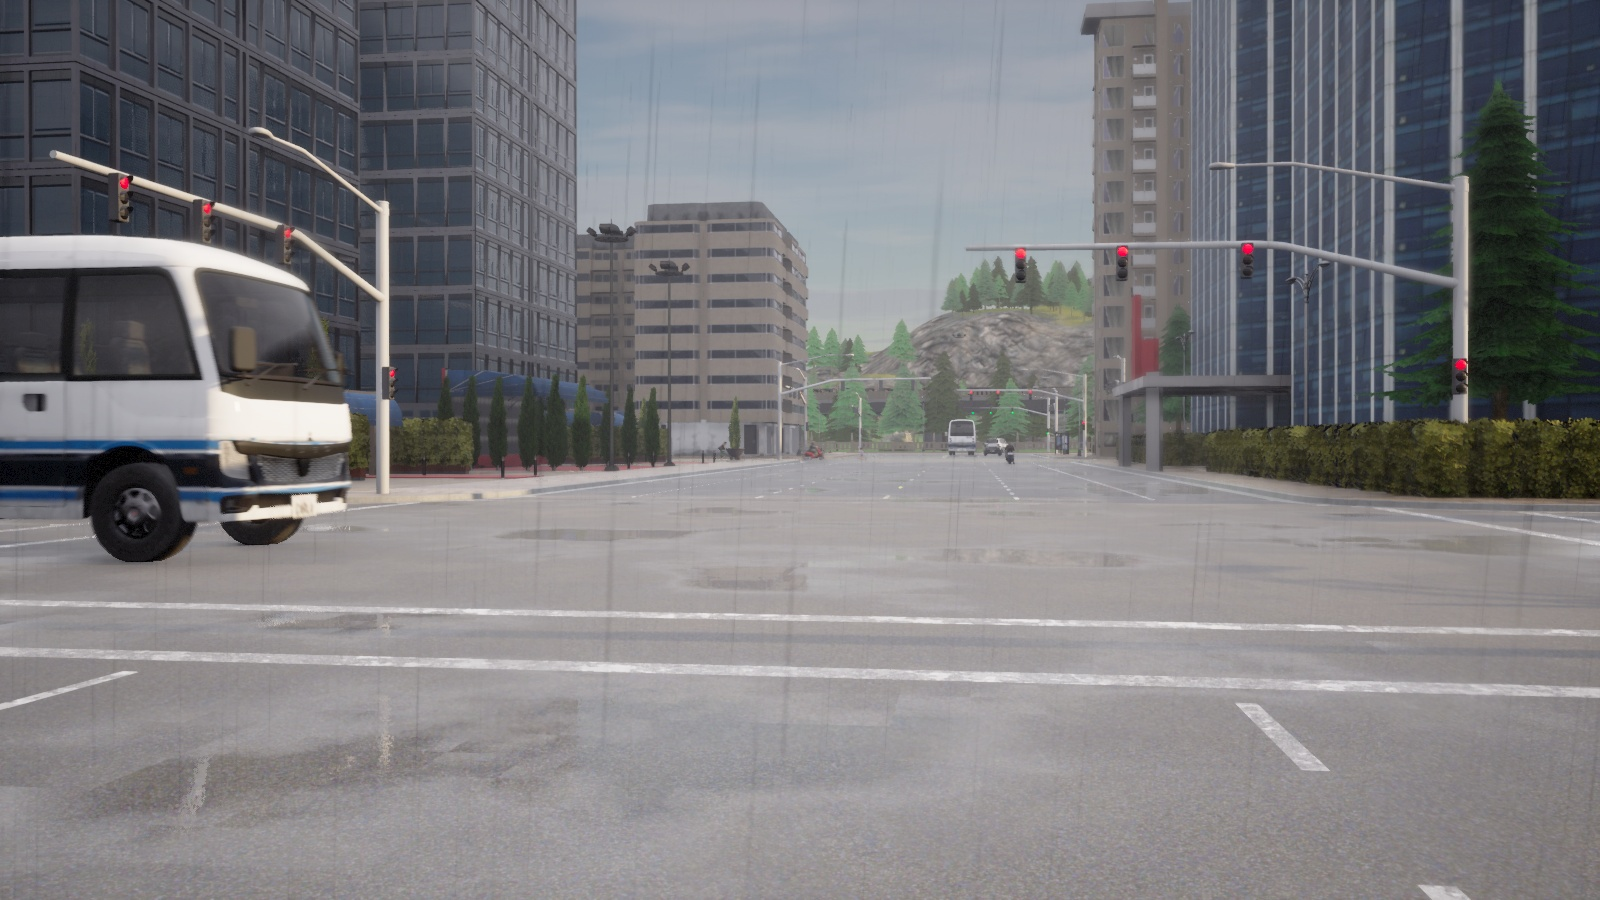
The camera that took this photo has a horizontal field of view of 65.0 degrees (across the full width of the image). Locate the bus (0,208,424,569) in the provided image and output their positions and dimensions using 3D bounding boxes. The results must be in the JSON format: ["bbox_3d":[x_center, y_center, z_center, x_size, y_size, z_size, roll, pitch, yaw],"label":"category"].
[{"bbox_3d":[-10.955,-0.737,17.447,10.273,4.253,3.944,0,0,8],"label":"bus"}]
